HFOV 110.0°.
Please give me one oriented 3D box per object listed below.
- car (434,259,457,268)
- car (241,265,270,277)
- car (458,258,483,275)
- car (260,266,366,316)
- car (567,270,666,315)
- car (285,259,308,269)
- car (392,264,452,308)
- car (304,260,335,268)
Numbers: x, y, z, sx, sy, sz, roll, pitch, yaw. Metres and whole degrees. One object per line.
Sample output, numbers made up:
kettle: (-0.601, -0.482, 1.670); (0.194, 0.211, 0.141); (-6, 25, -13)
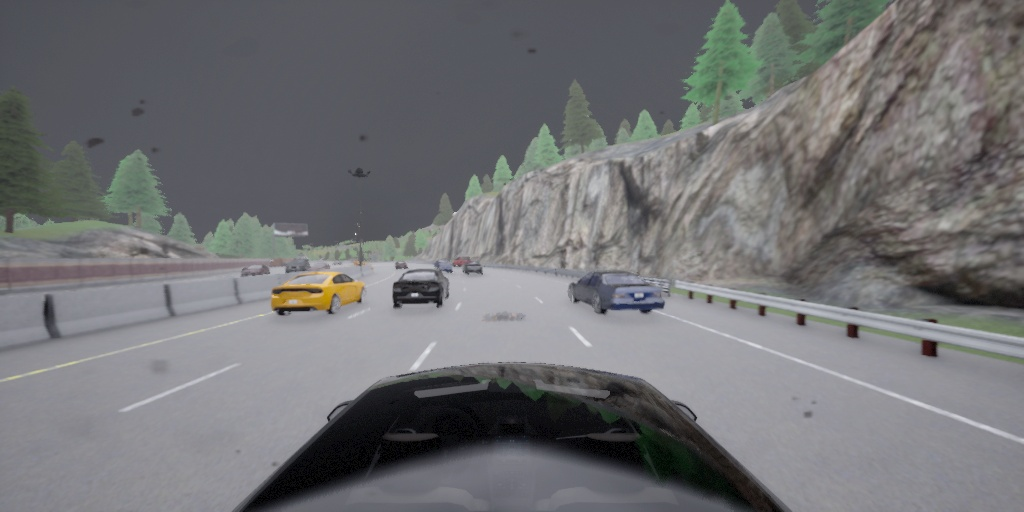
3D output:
car: (-8.936, 1.452, 46.197); (2.033, 1.411, 5.357); (-1, 0, -19)
car: (-30.305, 1.778, 42.637); (1.812, 1.442, 4.674); (-1, 1, -17)
car: (-4.501, 1.323, 40.543); (2.128, 1.511, 4.902); (-1, 0, -14)
car: (-7.380, 1.350, 14.224); (1.882, 1.535, 5.008); (-1, 0, -5)
car: (3.572, 1.242, 13.342); (2.033, 1.411, 5.357); (-1, 0, -6)
car: (-28.911, 1.451, 48.719); (2.150, 2.045, 5.566); (-1, 0, -18)
car: (-3.843, 1.293, 15.720); (1.882, 1.535, 5.008); (0, 0, -6)
car: (-23.989, 1.627, 44.861); (1.882, 1.535, 5.008); (-1, 0, -16)
